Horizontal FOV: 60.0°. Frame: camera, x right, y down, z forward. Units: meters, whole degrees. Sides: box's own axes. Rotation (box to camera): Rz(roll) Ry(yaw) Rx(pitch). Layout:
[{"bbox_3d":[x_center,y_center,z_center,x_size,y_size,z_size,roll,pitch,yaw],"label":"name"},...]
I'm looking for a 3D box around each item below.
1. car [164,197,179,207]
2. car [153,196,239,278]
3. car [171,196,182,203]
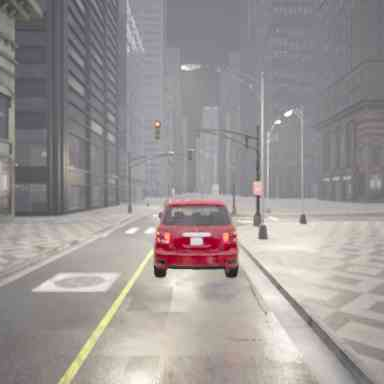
[{"bbox_3d":[-3.066,1.495,51.385,2.033,1.411,5.357,0,0,0],"label":"car"},{"bbox_3d":[0.102,1.210,10.246,2.150,2.045,5.566,0,0,0],"label":"car"},{"bbox_3d":[-3.005,1.497,66.937,1.994,1.385,4.181,0,0,0],"label":"car"}]
